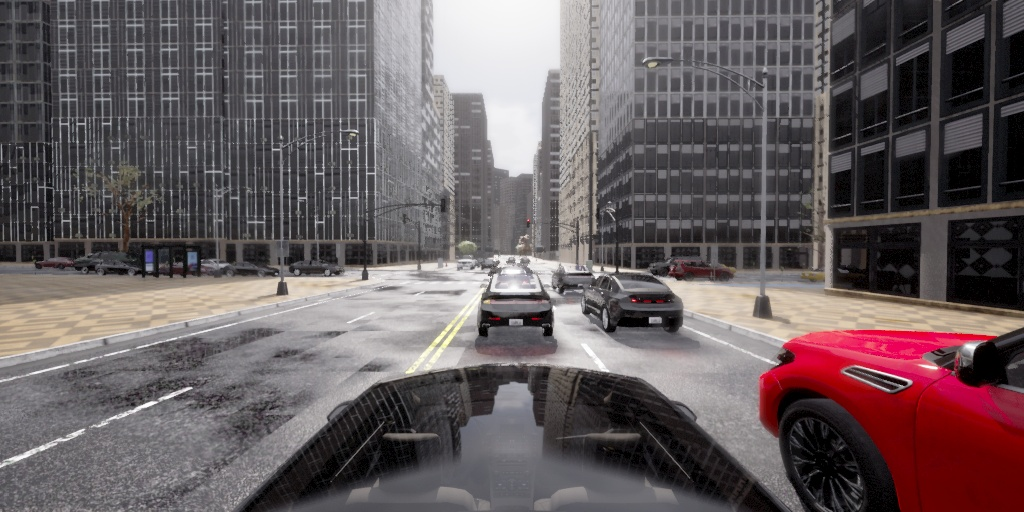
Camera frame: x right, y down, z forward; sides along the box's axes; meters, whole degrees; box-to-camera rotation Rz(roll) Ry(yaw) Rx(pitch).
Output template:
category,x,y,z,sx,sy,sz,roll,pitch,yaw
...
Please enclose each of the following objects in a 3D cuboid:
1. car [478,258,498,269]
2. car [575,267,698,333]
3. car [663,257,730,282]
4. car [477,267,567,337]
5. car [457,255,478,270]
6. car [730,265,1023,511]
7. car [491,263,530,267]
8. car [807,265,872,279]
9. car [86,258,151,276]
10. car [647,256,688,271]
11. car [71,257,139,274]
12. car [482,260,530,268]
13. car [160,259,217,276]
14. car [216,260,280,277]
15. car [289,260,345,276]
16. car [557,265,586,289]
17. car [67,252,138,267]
category,x,y,z,sx,sy,sz,roll,pitch,yaw
car,-3.389,1.192,52.055,1.882,1.535,5.008,0,0,0
car,3.340,1.251,10.776,1.837,1.490,4.892,0,0,0
car,16.164,1.269,30.882,5.009,1.841,2.192,0,0,1
car,0.091,1.238,10.281,2.128,1.511,4.902,0,0,0
car,-6.639,0.935,52.503,2.150,2.045,5.566,0,0,0
car,3.348,0.972,0.912,2.150,2.045,5.566,0,0,0
car,0.082,1.288,20.017,2.033,1.411,5.357,0,0,0
car,33.147,1.610,36.382,4.718,1.301,1.895,1,1,1
car,-34.126,1.069,31.667,4.313,1.339,1.948,0,0,1
car,16.801,1.082,36.634,5.566,2.045,2.150,0,1,1
car,-38.616,1.020,34.393,4.718,1.301,1.895,1,1,1
car,-0.154,1.358,32.155,4.181,1.385,1.994,0,1,-43
car,-28.445,1.138,31.499,4.207,1.307,1.802,0,0,1
car,-22.761,1.173,31.372,4.313,1.339,1.948,0,0,1
car,-18.439,1.108,33.978,4.892,1.490,1.837,1,1,2
car,3.332,1.232,20.024,2.128,1.511,4.902,0,0,0
car,-42.405,0.554,37.653,5.566,2.045,2.150,1,1,1
